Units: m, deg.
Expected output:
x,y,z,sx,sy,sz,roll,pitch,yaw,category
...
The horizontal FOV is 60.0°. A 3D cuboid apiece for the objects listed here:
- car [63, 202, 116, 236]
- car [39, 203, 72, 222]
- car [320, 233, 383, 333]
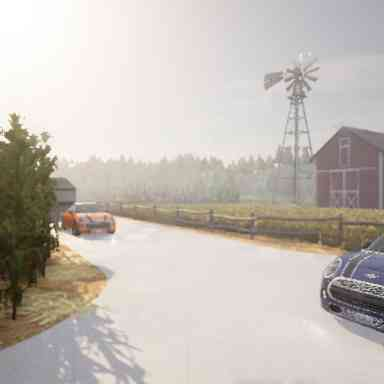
x,y,z,sx,sy,sz,roll,pitch,yaw,category
-5.887,1.406,18.813,2.097,1.767,4.553,0,0,-31,car
-11.774,1.671,28.490,1.895,1.301,4.718,0,0,-31,car
4.573,1.398,6.400,4.553,1.767,2.097,0,0,-33,car
